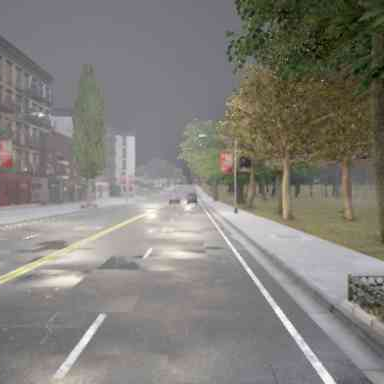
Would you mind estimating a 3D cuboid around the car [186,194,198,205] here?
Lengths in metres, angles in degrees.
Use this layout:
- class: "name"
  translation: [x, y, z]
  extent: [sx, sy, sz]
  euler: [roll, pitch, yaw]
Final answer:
- class: "car"
  translation: [0.024, 1.520, 60.099]
  extent: [1.837, 1.490, 4.892]
  euler: [0, 0, 0]

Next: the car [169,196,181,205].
- class: "car"
  translation: [-3.225, 1.538, 60.930]
  extent: [1.812, 1.442, 4.674]
  euler: [0, 0, 0]

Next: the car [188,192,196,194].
- class: "car"
  translation: [0.028, 1.064, 69.711]
  extent: [2.150, 2.045, 5.566]
  euler: [0, 1, 0]

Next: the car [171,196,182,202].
- class: "car"
  translation: [-3.222, 1.434, 69.716]
  extent: [1.895, 1.301, 4.718]
  euler: [0, 1, 0]
